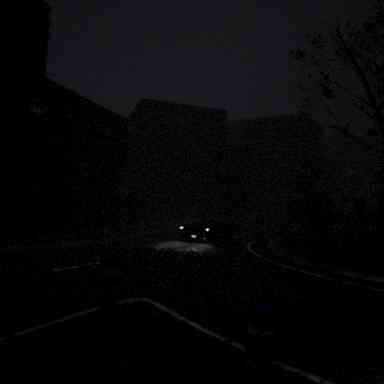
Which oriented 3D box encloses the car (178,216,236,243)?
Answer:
[{"bbox_3d":[0.983,2.033,18.889,1.895,1.301,4.718,2,-2,24],"label":"car"}]
